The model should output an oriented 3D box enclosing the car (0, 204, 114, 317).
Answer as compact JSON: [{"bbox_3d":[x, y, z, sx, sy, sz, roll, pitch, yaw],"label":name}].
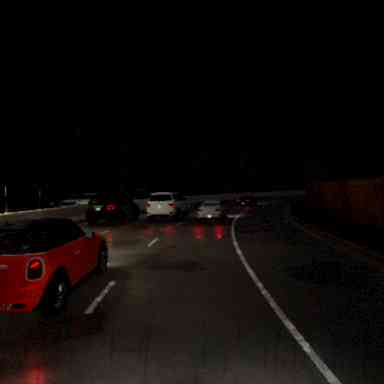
[{"bbox_3d":[-3.449,1.373,7.672,2.097,1.767,4.553,-2,1,0],"label":"car"}]

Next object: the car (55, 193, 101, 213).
[{"bbox_3d":[-13.035,1.218,38.539,2.150,2.045,5.566,-1,1,17],"label":"car"}]

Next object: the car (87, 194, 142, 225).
[{"bbox_3d":[-5.597,1.154,23.930,2.150,2.045,5.566,-2,0,9],"label":"car"}]

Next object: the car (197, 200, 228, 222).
[{"bbox_3d":[1.503,1.274,23.520,1.812,1.442,4.674,-1,1,10],"label":"car"}]

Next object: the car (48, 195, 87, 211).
[{"bbox_3d":[-15.581,1.389,41.835,2.097,1.767,4.553,-1,1,19],"label":"car"}]

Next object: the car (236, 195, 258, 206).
[{"bbox_3d":[7.013,1.038,42.026,1.895,1.301,4.718,-1,1,23],"label":"car"}]

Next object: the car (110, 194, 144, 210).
[{"bbox_3d":[-8.137,1.190,42.072,2.097,1.767,4.553,-1,1,20],"label":"car"}]

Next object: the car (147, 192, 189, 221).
[{"bbox_3d":[-1.729,1.038,25.538,2.150,2.045,5.566,-2,1,11],"label":"car"}]
